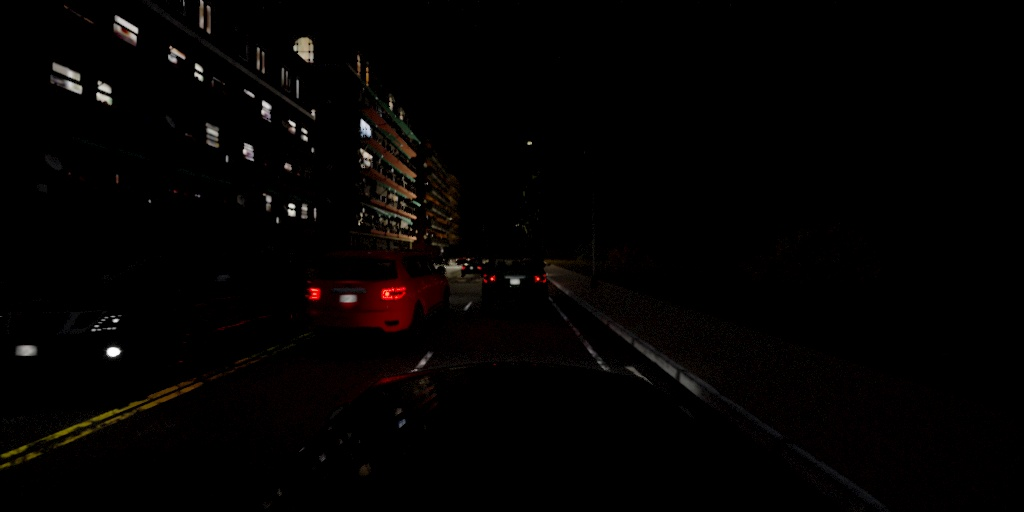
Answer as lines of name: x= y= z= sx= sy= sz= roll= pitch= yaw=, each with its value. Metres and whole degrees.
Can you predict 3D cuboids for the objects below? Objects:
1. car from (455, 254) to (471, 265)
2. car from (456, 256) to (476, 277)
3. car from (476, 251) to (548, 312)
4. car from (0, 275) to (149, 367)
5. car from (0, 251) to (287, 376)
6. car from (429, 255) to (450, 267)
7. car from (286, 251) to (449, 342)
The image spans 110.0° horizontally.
car: x=-6.590 y=0.519 z=50.123 sx=2.097 sy=1.767 sz=4.553 roll=0 pitch=1 yaw=0
car: x=-3.149 y=0.954 z=30.418 sx=2.033 sy=1.411 sz=5.357 roll=0 pitch=1 yaw=0
car: x=0.095 y=0.832 z=13.447 sx=2.150 sy=2.045 sz=5.566 roll=0 pitch=1 yaw=0
car: x=-9.850 y=1.218 z=6.484 sx=1.812 sy=1.442 sz=4.674 roll=0 pitch=1 yaw=0
car: x=-6.599 y=0.900 z=7.632 sx=2.150 sy=2.045 sz=5.566 roll=0 pitch=1 yaw=0
car: x=-9.842 y=0.684 z=49.066 sx=1.837 sy=1.490 sz=4.892 roll=0 pitch=1 yaw=0
car: x=-3.150 y=0.878 z=9.582 sx=2.150 sy=2.045 sz=5.566 roll=0 pitch=1 yaw=0
